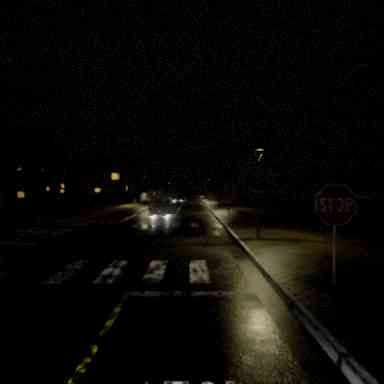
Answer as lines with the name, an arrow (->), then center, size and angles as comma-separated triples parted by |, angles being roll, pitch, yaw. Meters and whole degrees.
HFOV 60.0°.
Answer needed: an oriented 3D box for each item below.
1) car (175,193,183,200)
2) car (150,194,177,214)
car -> -2.806, 0.864, 66.946 | 1.994, 1.385, 4.181 | 0, 1, 0
car -> -2.781, 1.245, 31.195 | 2.033, 1.411, 5.357 | 0, 1, 0
